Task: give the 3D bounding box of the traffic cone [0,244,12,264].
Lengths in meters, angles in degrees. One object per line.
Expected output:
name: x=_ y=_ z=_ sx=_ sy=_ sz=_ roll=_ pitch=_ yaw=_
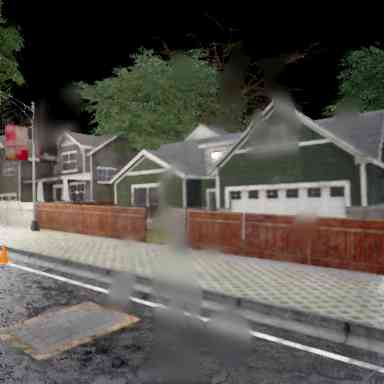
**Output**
traffic cone: x=-5.905 y=1.937 z=10.490 sx=0.340 sy=0.580 sz=0.340 roll=0 pitch=0 yaw=37
